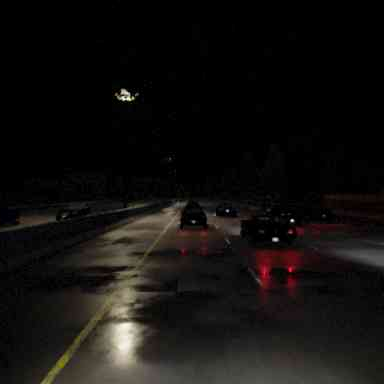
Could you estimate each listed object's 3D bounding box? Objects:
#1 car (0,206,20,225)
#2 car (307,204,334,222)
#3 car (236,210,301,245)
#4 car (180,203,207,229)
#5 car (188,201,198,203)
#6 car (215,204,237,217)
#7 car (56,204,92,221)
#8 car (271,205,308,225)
[{"bbox_3d":[-14.053,1.770,23.725,1.812,1.442,4.674,0,-1,0],"label":"car"},{"bbox_3d":[10.613,1.784,29.149,1.882,1.535,5.008,0,-1,0],"label":"car"},{"bbox_3d":[3.607,1.775,16.580,1.895,1.301,4.718,0,-1,0],"label":"car"},{"bbox_3d":[0.106,1.775,23.925,1.812,1.442,4.674,0,0,0],"label":"car"},{"bbox_3d":[0.121,1.969,44.413,1.837,1.490,4.892,0,0,0],"label":"car"},{"bbox_3d":[3.617,1.938,35.808,1.994,1.385,4.181,0,-1,0],"label":"car"},{"bbox_3d":[-10.500,1.802,29.861,2.128,1.511,4.902,0,-1,0],"label":"car"},{"bbox_3d":[7.113,1.779,25.990,1.837,1.490,4.892,0,0,0],"label":"car"}]
